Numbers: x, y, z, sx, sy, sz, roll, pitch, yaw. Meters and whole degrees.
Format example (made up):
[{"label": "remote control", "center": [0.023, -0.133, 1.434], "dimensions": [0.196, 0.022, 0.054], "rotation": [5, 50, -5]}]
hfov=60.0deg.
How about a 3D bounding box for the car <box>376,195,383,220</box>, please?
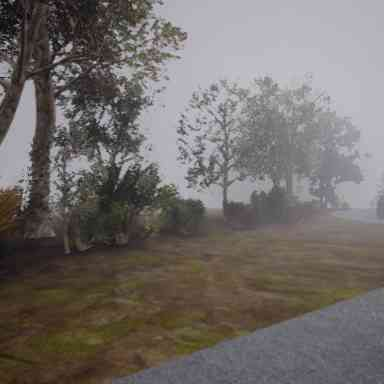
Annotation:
[{"label": "car", "center": [16.427, 1.256, 25.643], "dimensions": [2.150, 2.045, 5.566], "rotation": [0, 0, 2]}]
